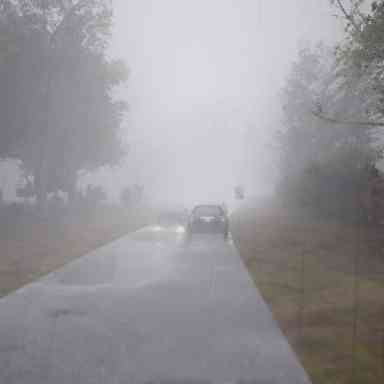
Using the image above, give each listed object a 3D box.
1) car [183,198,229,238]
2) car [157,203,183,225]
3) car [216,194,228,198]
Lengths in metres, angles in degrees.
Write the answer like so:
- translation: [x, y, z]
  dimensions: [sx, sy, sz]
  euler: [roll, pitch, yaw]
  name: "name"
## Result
- translation: [0.921, 1.424, 18.495]
  dimensions: [2.097, 1.767, 4.553]
  euler: [0, 0, 4]
  name: "car"
- translation: [-1.398, 1.596, 25.568]
  dimensions: [1.882, 1.535, 5.008]
  euler: [0, -1, 6]
  name: "car"
- translation: [5.993, 1.149, 65.465]
  dimensions: [1.882, 1.535, 5.008]
  euler: [1, 3, 15]
  name: "car"
